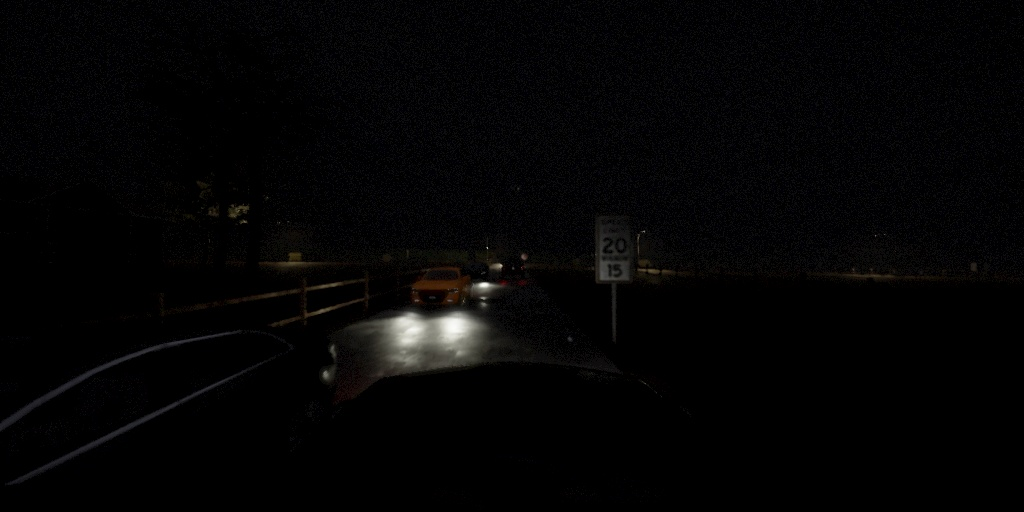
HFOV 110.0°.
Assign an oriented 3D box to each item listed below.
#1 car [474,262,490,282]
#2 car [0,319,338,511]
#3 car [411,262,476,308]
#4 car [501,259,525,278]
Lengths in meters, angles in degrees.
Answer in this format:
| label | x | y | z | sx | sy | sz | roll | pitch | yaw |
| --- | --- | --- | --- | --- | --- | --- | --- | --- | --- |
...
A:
| label | x | y | z | sx | sy | sz | roll | pitch | yaw |
| --- | --- | --- | --- | --- | --- | --- | --- | --- | --- |
| car | -2.835 | 1.212 | 29.260 | 1.882 | 1.535 | 5.008 | 0 | 0 | 0 |
| car | -2.851 | 1.241 | 2.027 | 2.128 | 1.511 | 4.902 | 0 | 0 | 0 |
| car | -2.849 | 1.212 | 15.298 | 1.882 | 1.535 | 5.008 | 0 | 0 | 0 |
| car | 0.101 | 1.088 | 33.115 | 2.097 | 1.767 | 4.553 | 0 | 0 | 0 |
